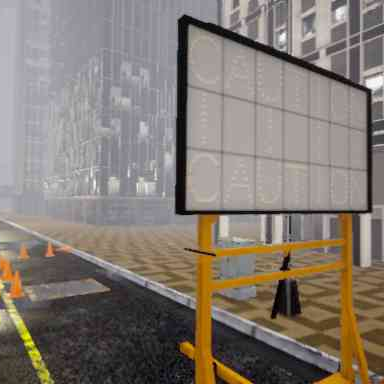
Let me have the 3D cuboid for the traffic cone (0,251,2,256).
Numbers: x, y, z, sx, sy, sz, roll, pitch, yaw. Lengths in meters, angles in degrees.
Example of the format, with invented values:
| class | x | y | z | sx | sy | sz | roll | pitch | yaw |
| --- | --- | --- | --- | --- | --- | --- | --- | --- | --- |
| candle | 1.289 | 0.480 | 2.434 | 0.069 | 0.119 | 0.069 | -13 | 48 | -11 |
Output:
| class | x | y | z | sx | sy | sz | roll | pitch | yaw |
| --- | --- | --- | --- | --- | --- | --- | --- | --- | --- |
| traffic cone | -6.528 | 2.290 | 11.308 | 0.340 | 0.580 | 0.340 | 2 | -3 | -35 |

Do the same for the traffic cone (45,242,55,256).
| class | x | y | z | sx | sy | sz | roll | pitch | yaw |
| --- | --- | --- | --- | --- | --- | --- | --- | --- | --- |
| traffic cone | -6.031 | 2.398 | 14.090 | 0.340 | 0.580 | 0.340 | 2 | -3 | -35 |

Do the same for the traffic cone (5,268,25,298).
| class | x | y | z | sx | sy | sz | roll | pitch | yaw |
| --- | --- | --- | --- | --- | --- | --- | --- | --- | --- |
| traffic cone | -4.241 | 2.200 | 8.028 | 0.340 | 0.580 | 0.340 | 2 | -3 | -35 |

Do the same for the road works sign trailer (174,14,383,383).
| class | x | y | z | sx | sy | sz | roll | pitch | yaw |
| --- | --- | --- | --- | --- | --- | --- | --- | --- | --- |
| road works sign trailer | 0.740 | 0.592 | 3.008 | 2.380 | 3.560 | 2.880 | 2 | -2 | -35 |

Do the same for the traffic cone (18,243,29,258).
| class | x | y | z | sx | sy | sz | roll | pitch | yaw |
| --- | --- | --- | --- | --- | --- | --- | --- | --- | --- |
| traffic cone | -6.851 | 2.367 | 13.519 | 0.340 | 0.580 | 0.340 | 2 | -3 | -35 |

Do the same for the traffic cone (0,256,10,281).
| class | x | y | z | sx | sy | sz | roll | pitch | yaw |
| --- | --- | --- | --- | --- | --- | --- | --- | --- | --- |
| traffic cone | -5.384 | 2.245 | 9.668 | 0.340 | 0.580 | 0.340 | 2 | -3 | -35 |
